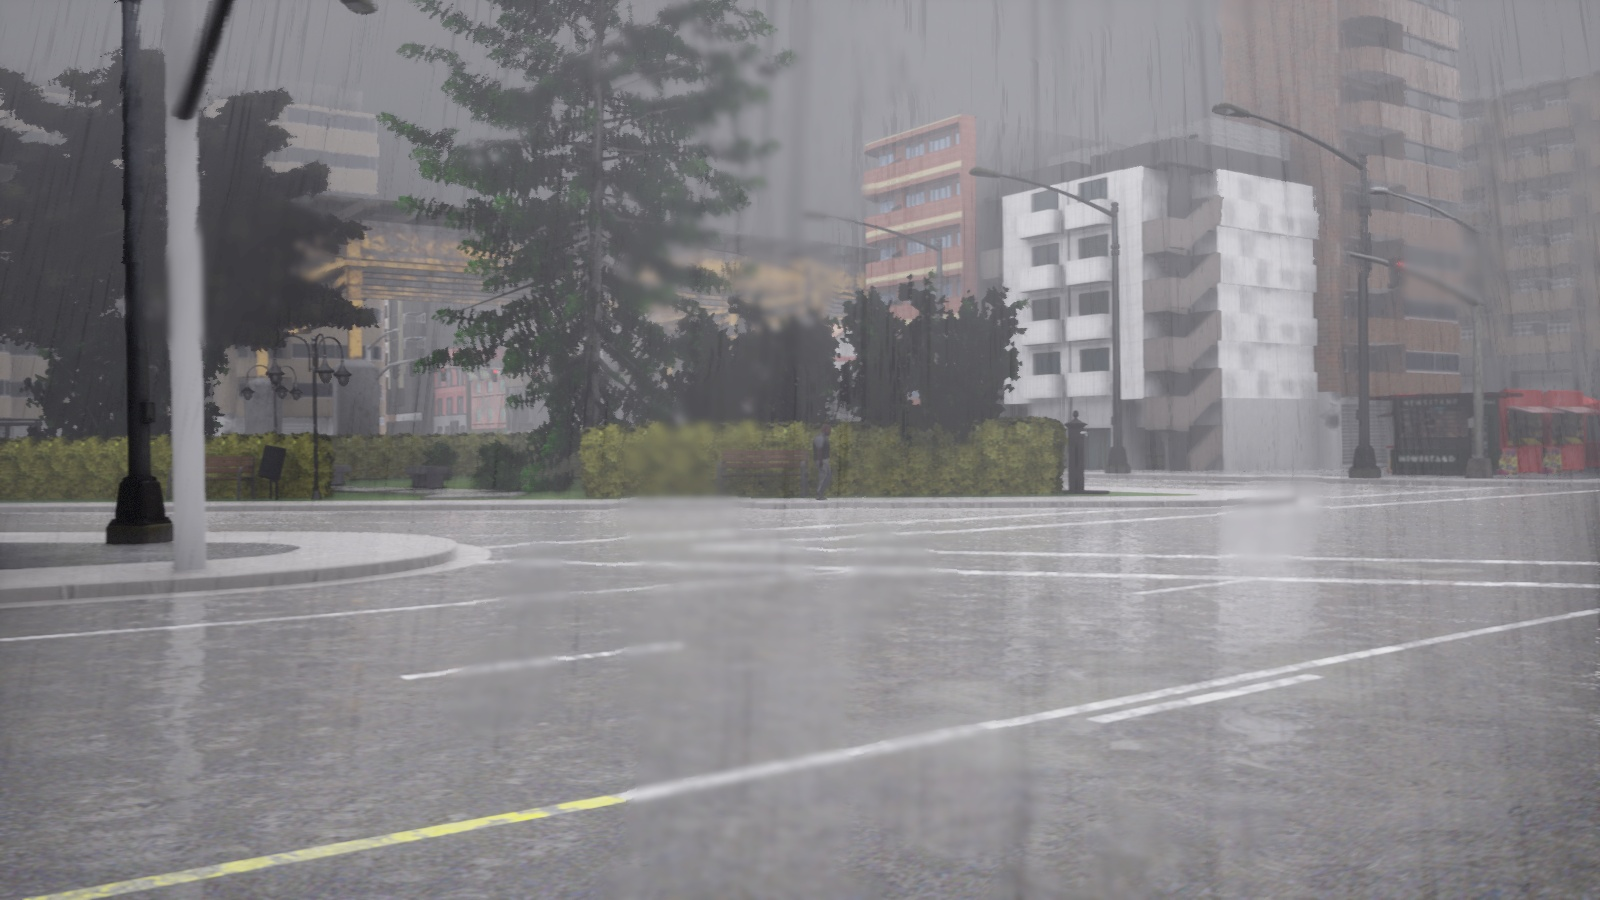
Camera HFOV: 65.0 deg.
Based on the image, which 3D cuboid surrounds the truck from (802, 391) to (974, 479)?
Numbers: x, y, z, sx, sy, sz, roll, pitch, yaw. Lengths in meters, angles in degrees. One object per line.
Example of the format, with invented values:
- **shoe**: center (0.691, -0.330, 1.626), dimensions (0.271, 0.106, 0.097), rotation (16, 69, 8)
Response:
- **truck**: center (3.609, -0.624, 53.684), dimensions (2.891, 3.462, 7.936), rotation (-1, 1, -35)

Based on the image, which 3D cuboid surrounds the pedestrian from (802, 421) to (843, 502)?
- **pedestrian**: center (0.528, 0.269, 29.523), dimensions (0.849, 1.883, 0.563), rotation (-1, 1, 12)
